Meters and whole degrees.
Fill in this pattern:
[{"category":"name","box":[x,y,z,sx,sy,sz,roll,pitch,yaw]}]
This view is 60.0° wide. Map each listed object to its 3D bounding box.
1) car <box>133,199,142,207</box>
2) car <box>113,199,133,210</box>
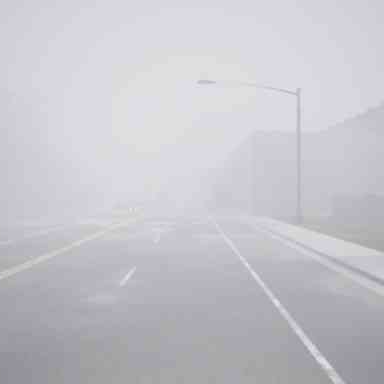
[{"category":"car","box":[-10.530,2.070,62.949,1.895,1.301,4.718,0,0,0]},{"category":"car","box":[-10.564,1.878,50.000,1.837,1.490,4.892,0,0,0]}]
